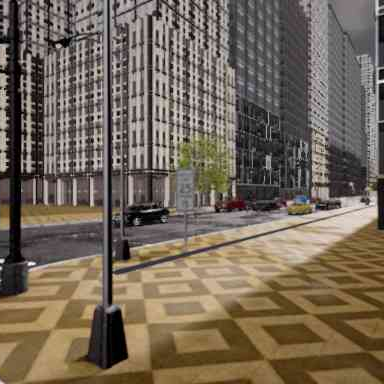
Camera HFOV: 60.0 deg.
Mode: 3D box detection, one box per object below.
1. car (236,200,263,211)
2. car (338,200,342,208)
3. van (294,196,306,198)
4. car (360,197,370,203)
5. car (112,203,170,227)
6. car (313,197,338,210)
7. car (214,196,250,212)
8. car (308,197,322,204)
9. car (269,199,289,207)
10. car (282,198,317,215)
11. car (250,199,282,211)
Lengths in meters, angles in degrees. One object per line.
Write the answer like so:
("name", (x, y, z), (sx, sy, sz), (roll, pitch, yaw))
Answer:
("car", (7.854, 1.734, 45.114), (1.947, 1.339, 4.313), (0, 0, 34))
("car", (21.211, 1.736, 49.764), (2.008, 1.369, 4.403), (0, 0, 34))
("van", (20.753, 1.577, 63.904), (1.690, 1.788, 3.998), (0, 0, 34))
("car", (40.560, 1.833, 77.946), (1.947, 1.339, 4.313), (0, 0, 34))
("car", (-3.589, 1.574, 23.866), (1.837, 1.490, 4.892), (0, 0, 34))
("car", (17.987, 1.735, 45.068), (1.947, 1.339, 4.313), (0, 0, 34))
("car", (4.629, 1.464, 40.419), (2.192, 1.841, 5.009), (0, 0, 34))
("car", (27.202, 1.808, 73.295), (1.887, 1.381, 4.507), (0, 0, 34))
("car", (14.303, 1.786, 54.507), (1.802, 1.307, 4.206), (0, 0, 34))
("car", (11.634, 1.657, 35.814), (1.752, 1.417, 4.829), (0, 0, 34))
("car", (9.536, 1.725, 42.907), (1.994, 1.385, 4.181), (0, 0, 35))
